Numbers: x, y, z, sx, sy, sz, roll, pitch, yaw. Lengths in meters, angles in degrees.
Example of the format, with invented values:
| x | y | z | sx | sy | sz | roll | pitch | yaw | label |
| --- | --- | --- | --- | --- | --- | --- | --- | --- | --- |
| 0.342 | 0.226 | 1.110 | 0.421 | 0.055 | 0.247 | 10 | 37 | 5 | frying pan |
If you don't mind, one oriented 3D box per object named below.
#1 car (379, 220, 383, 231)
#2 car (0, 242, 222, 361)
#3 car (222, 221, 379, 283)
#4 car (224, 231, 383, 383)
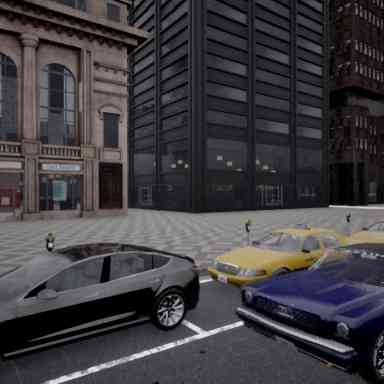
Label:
| x | y | z | sx | sy | sz | roll | pitch | yaw | label |
| --- | --- | --- | --- | --- | --- | --- | --- | --- | --- |
| 7.211 | 1.525 | 11.760 | 4.829 | 1.417 | 1.752 | 0 | 0 | -35 | car |
| -1.850 | 1.566 | 5.329 | 4.313 | 1.339 | 1.947 | 0 | 0 | -35 | car |
| 2.611 | 1.525 | 8.495 | 4.829 | 1.417 | 1.752 | 0 | 0 | -35 | car |
| 2.984 | 1.600 | 5.493 | 4.718 | 1.301 | 1.895 | 0 | 0 | -35 | car |
